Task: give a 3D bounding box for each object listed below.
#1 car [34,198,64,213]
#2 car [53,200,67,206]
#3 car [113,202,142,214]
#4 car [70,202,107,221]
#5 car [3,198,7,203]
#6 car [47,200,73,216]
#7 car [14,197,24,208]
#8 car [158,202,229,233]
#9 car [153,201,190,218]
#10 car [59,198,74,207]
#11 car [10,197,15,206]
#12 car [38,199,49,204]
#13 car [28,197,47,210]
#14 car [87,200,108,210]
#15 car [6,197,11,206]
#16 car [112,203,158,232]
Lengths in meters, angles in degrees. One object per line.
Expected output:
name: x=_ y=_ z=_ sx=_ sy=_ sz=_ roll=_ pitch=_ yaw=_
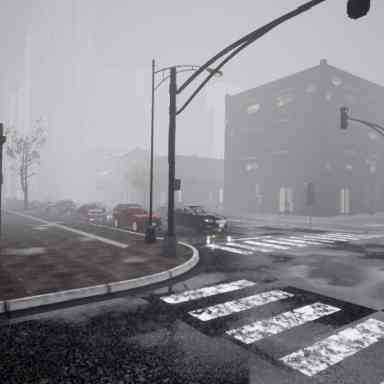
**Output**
car: x=-18.054 y=1.843 z=41.771 sx=2.008 sy=1.369 sz=4.403 roll=1 pitch=-1 yaw=-35
car: x=-28.405 y=2.306 z=71.395 sx=1.802 sy=1.307 sz=4.206 roll=1 pitch=-1 yaw=-35
car: x=-8.352 y=1.965 z=42.904 sx=2.008 sy=1.369 sz=4.403 roll=1 pitch=-1 yaw=-35
car: x=-8.603 y=1.729 z=28.190 sx=1.802 sy=1.307 sz=4.206 roll=1 pitch=-1 yaw=-35
car: x=-38.444 y=1.930 z=71.138 sx=2.192 sy=1.841 sz=5.009 roll=1 pitch=-1 yaw=-35
car: x=-13.757 y=1.791 z=35.569 sx=1.947 sy=1.339 sz=4.313 roll=1 pitch=-1 yaw=-35
car: x=-29.120 y=2.012 z=57.775 sx=1.887 sy=1.381 sz=4.507 roll=1 pitch=-1 yaw=-35
car: x=0.225 y=1.592 z=20.314 sx=2.128 sy=1.511 sz=4.902 roll=1 pitch=-1 yaw=-35
car: x=-2.150 y=1.761 z=34.040 sx=1.967 sy=1.590 sz=4.097 roll=1 pitch=-1 yaw=-35
car: x=-25.237 y=2.114 z=66.861 sx=1.967 sy=1.590 sz=4.097 roll=1 pitch=-1 yaw=-35
car: x=-32.107 y=2.080 z=62.064 sx=1.947 sy=1.339 sz=4.313 roll=1 pitch=-1 yaw=-35
car: x=-38.009 y=2.402 z=85.142 sx=1.752 sy=1.417 sz=4.829 roll=1 pitch=-1 yaw=-35
car: x=-22.729 y=1.891 z=48.534 sx=1.752 sy=1.417 sz=4.829 roll=1 pitch=-1 yaw=-35
car: x=-14.830 y=2.038 z=52.083 sx=1.752 sy=1.417 sz=4.829 roll=1 pitch=-1 yaw=-35
car: x=-35.276 y=2.131 z=66.599 sx=1.947 sy=1.339 sz=4.313 roll=1 pitch=-1 yaw=-35
car: x=-3.447 y=1.615 z=20.812 sx=1.887 sy=1.381 sz=4.507 roll=1 pitch=-1 yaw=-35
